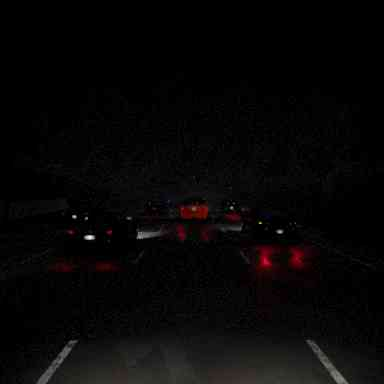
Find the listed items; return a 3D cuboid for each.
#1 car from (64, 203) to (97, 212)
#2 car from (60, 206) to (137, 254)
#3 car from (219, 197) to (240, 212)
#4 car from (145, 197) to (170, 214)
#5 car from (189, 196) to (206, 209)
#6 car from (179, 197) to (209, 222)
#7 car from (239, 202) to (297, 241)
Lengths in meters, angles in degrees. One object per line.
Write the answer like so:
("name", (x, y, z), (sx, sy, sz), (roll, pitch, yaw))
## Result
("car", (-6.882, 1.410, 21.501), (1.994, 1.385, 4.181), (0, 0, 0))
("car", (-3.402, 1.470, 13.053), (1.994, 1.385, 4.181), (0, 0, 0))
("car", (3.894, 1.260, 34.230), (1.837, 1.490, 4.892), (0, 0, 2))
("car", (-3.198, 1.253, 31.496), (1.882, 1.535, 5.008), (0, 0, 2))
("car", (0.721, 1.265, 41.869), (1.994, 1.385, 4.181), (0, 0, 3))
("car", (0.153, 1.174, 24.679), (2.097, 1.767, 4.553), (0, 0, 1))
("car", (3.599, 1.411, 15.905), (1.812, 1.442, 4.674), (0, 0, 0))
